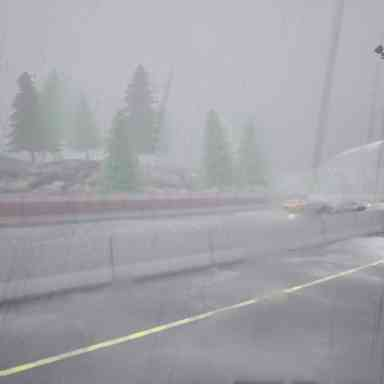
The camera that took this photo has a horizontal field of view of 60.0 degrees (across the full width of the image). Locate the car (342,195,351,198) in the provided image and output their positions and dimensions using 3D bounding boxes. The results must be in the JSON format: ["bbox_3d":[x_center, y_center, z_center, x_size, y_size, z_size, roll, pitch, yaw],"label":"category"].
[{"bbox_3d":[33.511,1.340,72.175,2.128,1.511,4.902,-1,0,25],"label":"car"}]

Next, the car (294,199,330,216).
[{"bbox_3d":[13.033,1.629,34.515,2.033,1.411,5.357,-1,-1,43],"label":"car"}]

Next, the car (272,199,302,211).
[{"bbox_3d":[13.003,1.704,45.273,2.033,1.411,5.357,-1,0,39],"label":"car"}]

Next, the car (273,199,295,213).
[{"bbox_3d":[11.725,1.602,38.351,1.882,1.535,5.008,-1,-1,41],"label":"car"}]

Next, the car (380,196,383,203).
[{"bbox_3d":[38.147,1.511,65.519,1.994,1.385,4.181,-1,0,27],"label":"car"}]

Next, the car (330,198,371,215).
[{"bbox_3d":[15.249,1.541,31.802,1.837,1.490,4.892,-1,-1,42],"label":"car"}]

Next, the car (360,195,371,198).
[{"bbox_3d":[35.907,1.455,68.970,2.128,1.511,4.902,-1,0,25],"label":"car"}]
